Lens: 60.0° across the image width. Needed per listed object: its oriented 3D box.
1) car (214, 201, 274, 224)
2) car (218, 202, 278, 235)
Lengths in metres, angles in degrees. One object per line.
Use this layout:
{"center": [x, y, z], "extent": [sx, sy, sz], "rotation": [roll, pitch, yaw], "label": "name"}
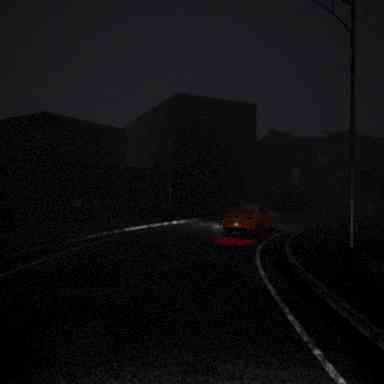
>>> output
{"center": [4.141, 1.509, 25.776], "extent": [5.008, 1.535, 1.882], "rotation": [1, 0, -43], "label": "car"}
{"center": [3.467, 1.499, 19.059], "extent": [1.882, 1.535, 5.008], "rotation": [0, 0, 29], "label": "car"}
